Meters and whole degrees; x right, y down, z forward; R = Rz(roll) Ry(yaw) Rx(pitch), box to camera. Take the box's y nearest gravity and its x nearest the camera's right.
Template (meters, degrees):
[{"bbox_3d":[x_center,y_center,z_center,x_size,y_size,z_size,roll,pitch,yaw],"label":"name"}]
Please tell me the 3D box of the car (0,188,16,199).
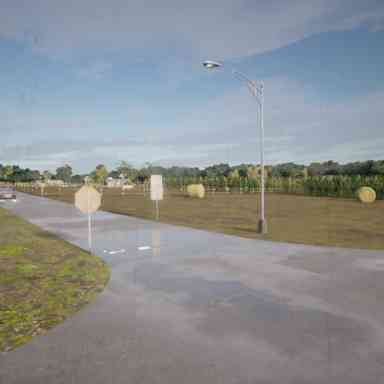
[{"bbox_3d":[-25.255,0.183,45.214,1.812,1.442,4.674,-2,3,-36],"label":"car"}]
